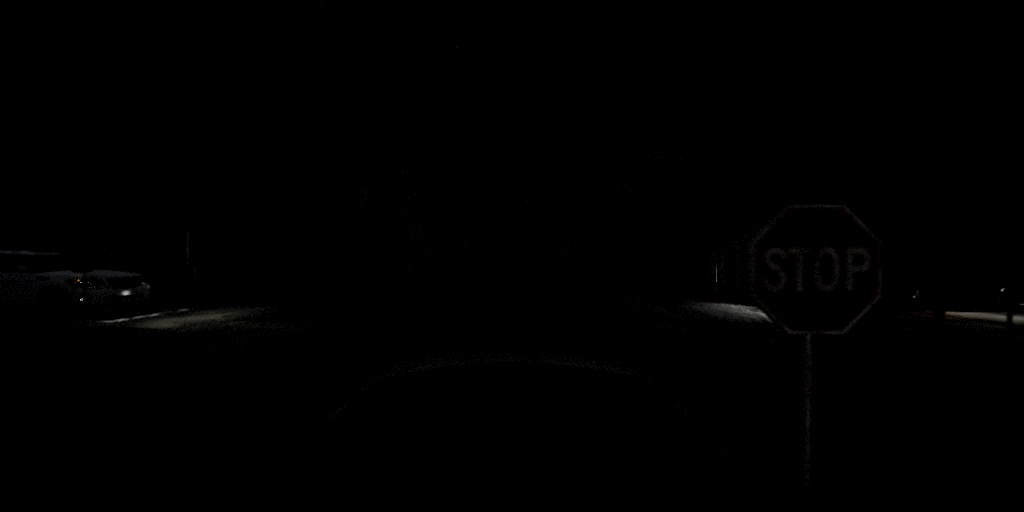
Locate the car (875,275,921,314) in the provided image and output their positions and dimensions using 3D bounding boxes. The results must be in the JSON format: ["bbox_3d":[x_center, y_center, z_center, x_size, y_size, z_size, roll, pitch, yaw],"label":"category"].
[{"bbox_3d":[13.022,1.403,14.156,4.892,1.490,1.837,1,0,1],"label":"car"}]

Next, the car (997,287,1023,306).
[{"bbox_3d":[22.282,1.348,14.002,4.553,1.767,2.097,1,0,1],"label":"car"}]

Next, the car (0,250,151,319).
[{"bbox_3d":[-15.173,0.826,11.632,5.566,2.045,2.150,0,0,2],"label":"car"}]

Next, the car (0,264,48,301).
[{"bbox_3d":[-23.104,1.045,14.788,5.357,1.411,2.033,1,0,1],"label":"car"}]

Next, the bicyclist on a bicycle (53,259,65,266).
[{"bbox_3d":[-22.353,0.952,17.777,0.582,1.620,1.656,1,0,1],"label":"bicyclist on a bicycle"}]
